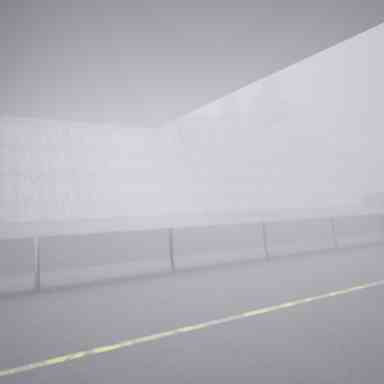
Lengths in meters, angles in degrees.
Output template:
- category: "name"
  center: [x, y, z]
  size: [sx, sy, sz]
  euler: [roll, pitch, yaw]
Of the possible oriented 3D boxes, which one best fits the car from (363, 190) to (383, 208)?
- category: "car"
  center: [23.453, 0.798, 40.791]
  size: [5.566, 2.045, 2.150]
  euler: [0, 0, -29]
